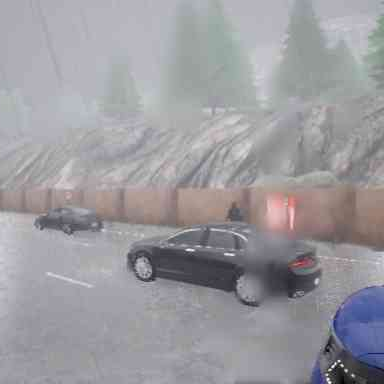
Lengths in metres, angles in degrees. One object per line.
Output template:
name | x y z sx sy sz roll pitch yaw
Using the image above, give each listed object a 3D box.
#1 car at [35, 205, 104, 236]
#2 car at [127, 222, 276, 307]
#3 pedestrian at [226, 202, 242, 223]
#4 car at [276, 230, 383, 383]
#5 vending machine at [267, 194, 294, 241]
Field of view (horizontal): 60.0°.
car | -6.652 1.450 18.008 4.674 1.442 1.812 0 0 38
car | 0.527 1.486 7.988 4.892 1.490 1.837 1 1 37
pedestrian | 1.778 1.263 13.932 0.375 1.860 0.375 0 0 38
car | 3.476 1.232 1.519 5.566 2.045 2.150 0 1 35
vending machine | 4.195 1.169 15.698 0.880 2.100 1.100 0 0 37
